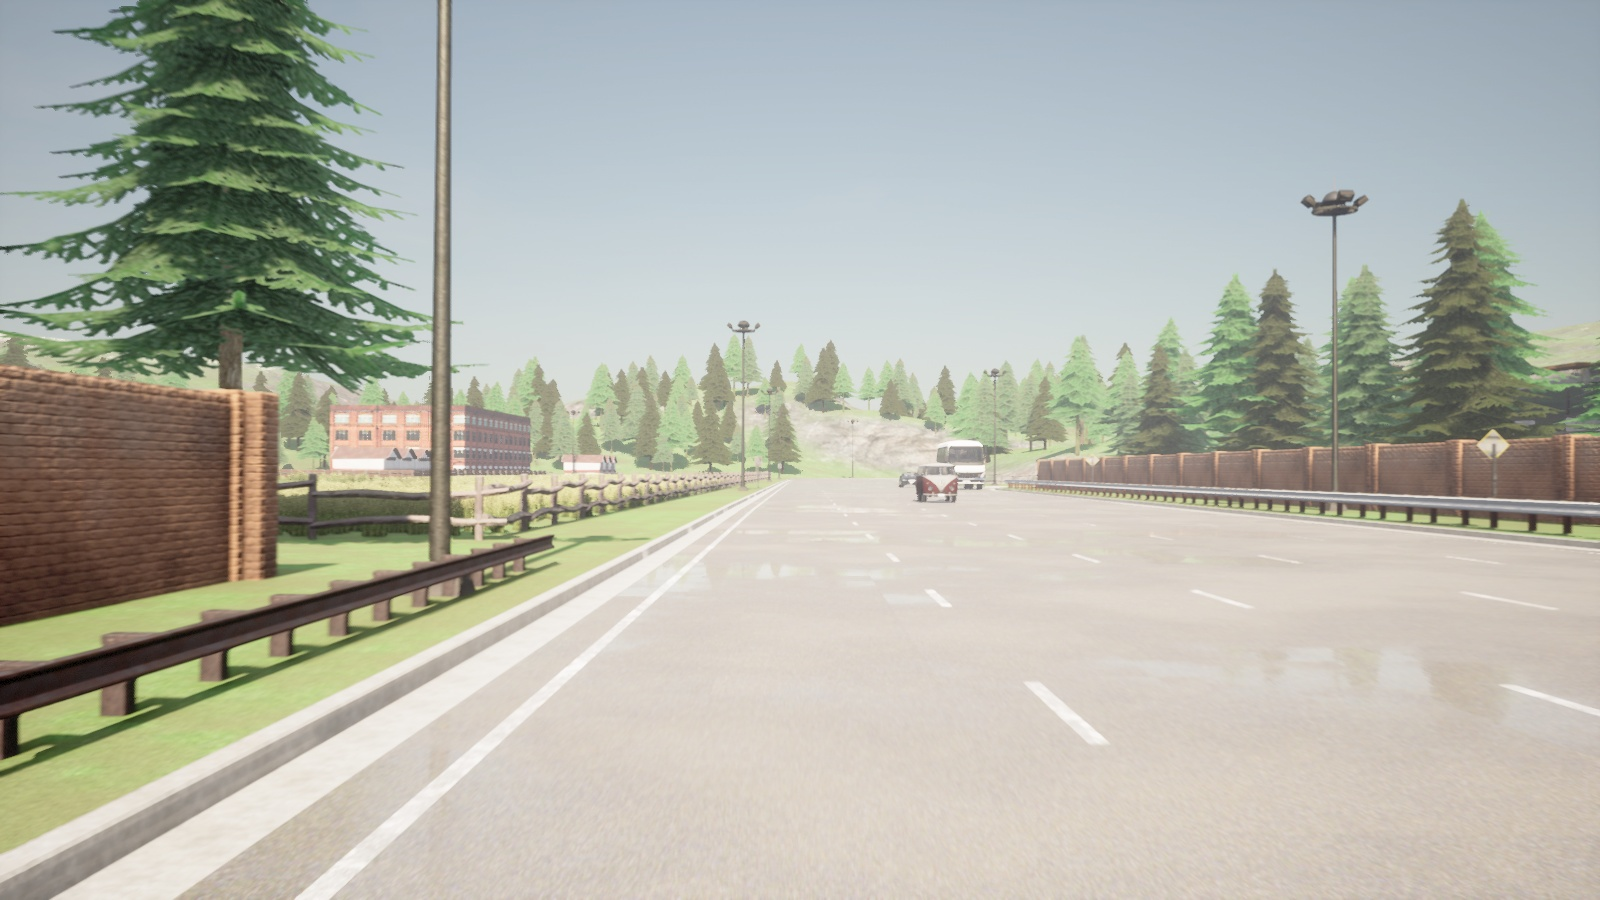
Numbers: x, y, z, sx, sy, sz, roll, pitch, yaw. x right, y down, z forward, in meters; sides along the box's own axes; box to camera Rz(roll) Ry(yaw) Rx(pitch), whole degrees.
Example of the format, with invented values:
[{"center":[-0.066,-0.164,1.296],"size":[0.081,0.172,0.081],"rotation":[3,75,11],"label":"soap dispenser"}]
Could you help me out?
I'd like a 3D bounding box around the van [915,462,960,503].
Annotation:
[{"center":[6.909,1.598,63.275],"size":[1.775,1.987,4.442],"rotation":[0,-1,0],"label":"van"}]
